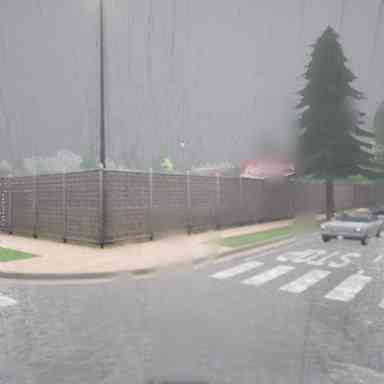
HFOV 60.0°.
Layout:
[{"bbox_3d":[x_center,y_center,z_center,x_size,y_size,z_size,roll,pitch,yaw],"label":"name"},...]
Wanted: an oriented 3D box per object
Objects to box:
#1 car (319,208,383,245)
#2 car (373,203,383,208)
[{"bbox_3d":[7.721,1.639,15.955,1.895,1.301,4.718,-1,-1,39],"label":"car"},{"bbox_3d":[13.507,1.522,23.020,2.128,1.511,4.902,-1,-1,39],"label":"car"}]
